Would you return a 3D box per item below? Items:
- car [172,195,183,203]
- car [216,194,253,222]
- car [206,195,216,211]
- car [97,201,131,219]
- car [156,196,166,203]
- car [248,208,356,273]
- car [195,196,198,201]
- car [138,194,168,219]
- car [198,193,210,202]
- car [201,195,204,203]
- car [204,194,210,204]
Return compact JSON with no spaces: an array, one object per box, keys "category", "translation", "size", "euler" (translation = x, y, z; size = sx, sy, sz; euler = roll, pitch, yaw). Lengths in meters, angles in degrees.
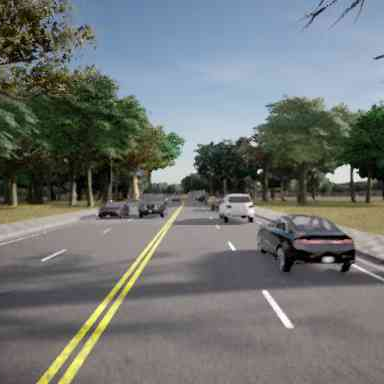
[{"category":"car","translation":[-3.386,1.636,71.284],"size":[1.895,1.301,4.718],"euler":[0,0,-1]},{"category":"car","translation":[3.354,1.190,25.895],"size":[2.150,2.045,5.566],"euler":[0,0,0]},{"category":"car","translation":[3.250,1.471,40.383],"size":[2.128,1.511,4.902],"euler":[0,0,0]},{"category":"car","translation":[-6.598,1.517,28.823],"size":[2.033,1.411,5.357],"euler":[0,0,0]},{"category":"car","translation":[-6.636,1.568,71.212],"size":[1.812,1.442,4.674],"euler":[0,0,-1]},{"category":"car","translation":[3.352,1.470,10.623],"size":[2.128,1.511,4.902],"euler":[0,0,0]},{"category":"car","translation":[2.612,1.570,84.636],"size":[2.033,1.649,4.856],"euler":[0,0,-3]},{"category":"car","translation":[-3.346,1.191,29.496],"size":[2.150,2.045,5.566],"euler":[0,0,0]},{"category":"car","translation":[3.058,1.300,73.558],"size":[2.150,2.045,5.566],"euler":[0,0,-2]},{"category":"car","translation":[3.244,1.638,62.441],"size":[1.895,1.301,4.718],"euler":[0,0,0]},{"category":"car","translation":[3.250,1.460,51.575],"size":[1.801,1.575,5.366],"euler":[0,0,0]}]
